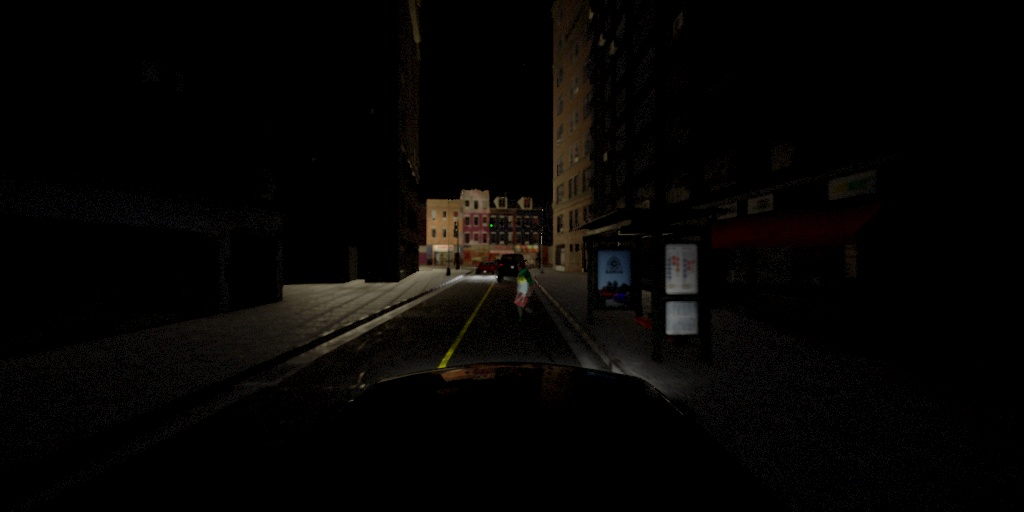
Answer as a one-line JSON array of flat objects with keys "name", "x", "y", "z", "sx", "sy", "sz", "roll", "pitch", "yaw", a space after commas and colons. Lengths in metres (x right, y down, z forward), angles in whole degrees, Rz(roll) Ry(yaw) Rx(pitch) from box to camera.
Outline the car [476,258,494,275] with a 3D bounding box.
[{"name": "car", "x": -2.558, "y": 1.153, "z": 36.164, "sx": 1.895, "sy": 1.301, "sz": 4.718, "roll": 0, "pitch": 0, "yaw": 0}]

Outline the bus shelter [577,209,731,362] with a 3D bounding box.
[{"name": "bus shelter", "x": 2.878, "y": 0.589, "z": 8.242, "sx": 1.920, "sy": 2.740, "sz": 3.880, "roll": 0, "pitch": 0, "yaw": 0}]

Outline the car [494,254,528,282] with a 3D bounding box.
[{"name": "car", "x": 0.042, "y": 0.828, "z": 27.290, "sx": 2.150, "sy": 2.045, "sz": 5.566, "roll": 0, "pitch": 1, "yaw": 0}]

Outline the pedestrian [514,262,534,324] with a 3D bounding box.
[{"name": "pedestrian", "x": 0.346, "y": 0.993, "z": 10.362, "sx": 0.375, "sy": 1.860, "sz": 0.375, "roll": 0, "pitch": 0, "yaw": -10}]
